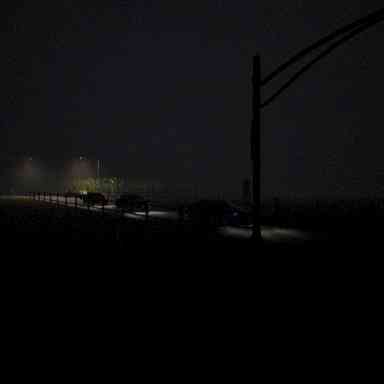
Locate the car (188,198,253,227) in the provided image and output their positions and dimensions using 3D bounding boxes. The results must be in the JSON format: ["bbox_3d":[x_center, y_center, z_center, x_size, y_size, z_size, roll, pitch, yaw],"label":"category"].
[{"bbox_3d":[1.736,1.190,20.841,1.882,1.535,5.008,0,1,-37],"label":"car"}]

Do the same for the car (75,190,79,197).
[{"bbox_3d":[-16.653,0.603,53.599,2.033,1.411,5.357,0,1,-35],"label":"car"}]

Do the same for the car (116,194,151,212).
[{"bbox_3d":[-5.613,0.987,31.247,1.837,1.490,4.892,0,1,-35],"label":"car"}]

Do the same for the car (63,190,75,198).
[{"bbox_3d":[-22.519,0.355,62.029,1.882,1.535,5.008,0,1,-35],"label":"car"}]

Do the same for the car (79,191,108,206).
[{"bbox_3d":[-11.700,0.815,40.025,1.812,1.442,4.674,0,1,-35],"label":"car"}]
